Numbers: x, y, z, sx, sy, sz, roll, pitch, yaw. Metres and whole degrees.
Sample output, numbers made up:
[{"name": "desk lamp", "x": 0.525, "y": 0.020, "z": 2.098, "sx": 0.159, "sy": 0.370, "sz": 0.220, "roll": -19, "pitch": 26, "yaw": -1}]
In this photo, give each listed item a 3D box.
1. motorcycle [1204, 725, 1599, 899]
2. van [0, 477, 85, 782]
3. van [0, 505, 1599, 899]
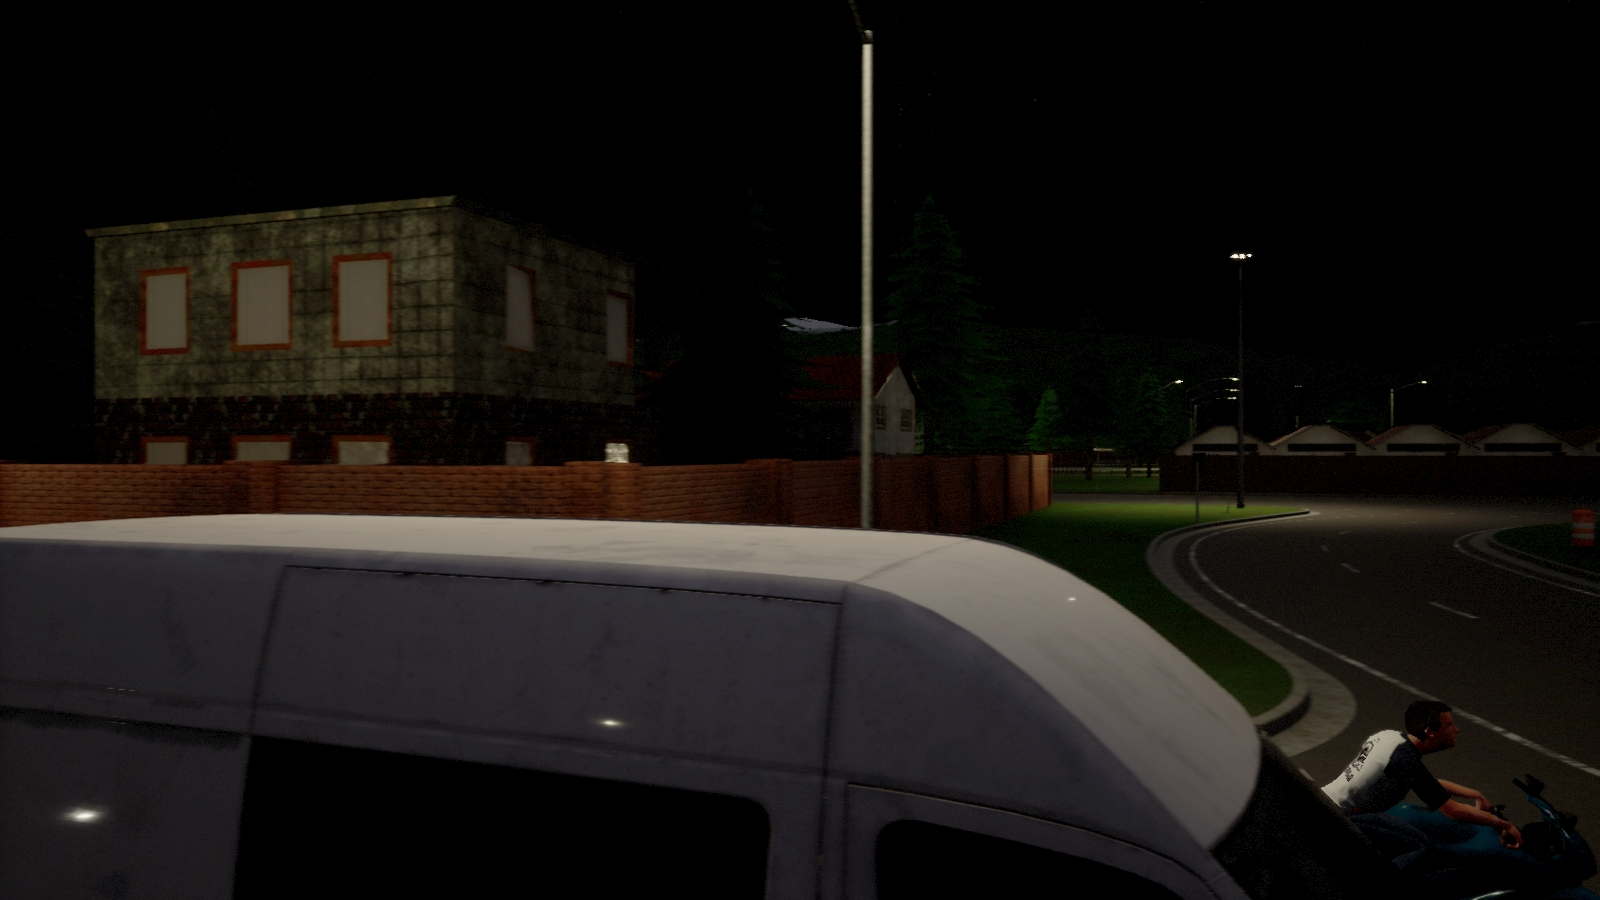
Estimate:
[{"name": "motorcycle", "x": 3.160, "y": 2.186, "z": 5.871, "sx": 2.033, "sy": 1.199, "sz": 0.803, "roll": 0, "pitch": 0, "yaw": 20}, {"name": "van", "x": -9.661, "y": 1.536, "z": 10.531, "sx": 5.915, "sy": 2.561, "sz": 1.988, "roll": 0, "pitch": 0, "yaw": 20}, {"name": "van", "x": -0.150, "y": 1.535, "z": 3.353, "sx": 5.915, "sy": 2.561, "sz": 1.988, "roll": 0, "pitch": 0, "yaw": 20}]
